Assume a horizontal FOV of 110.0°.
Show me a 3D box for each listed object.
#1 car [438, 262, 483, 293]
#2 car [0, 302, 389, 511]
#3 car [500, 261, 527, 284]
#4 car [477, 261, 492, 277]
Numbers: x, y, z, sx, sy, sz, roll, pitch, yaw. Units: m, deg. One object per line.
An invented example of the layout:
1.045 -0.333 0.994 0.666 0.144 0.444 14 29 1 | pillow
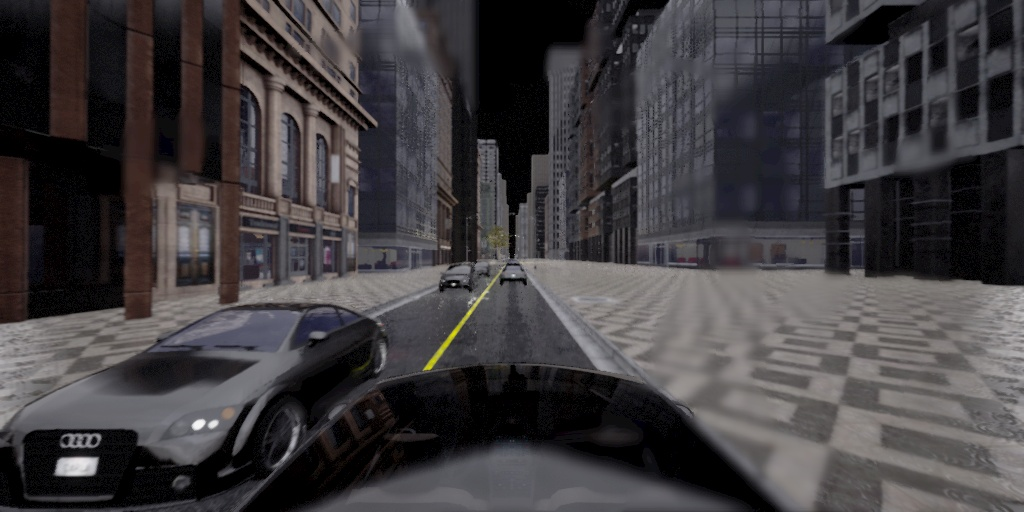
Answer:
-3.037 1.259 21.177 1.837 1.490 4.892 0 -1 1 | car
-3.107 1.313 4.541 1.994 1.385 4.181 0 0 -1 | car
0.101 1.318 26.819 1.994 1.385 4.181 0 0 0 | car
-2.967 1.257 35.041 1.837 1.490 4.892 0 0 0 | car
